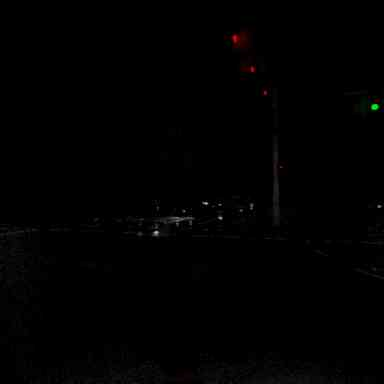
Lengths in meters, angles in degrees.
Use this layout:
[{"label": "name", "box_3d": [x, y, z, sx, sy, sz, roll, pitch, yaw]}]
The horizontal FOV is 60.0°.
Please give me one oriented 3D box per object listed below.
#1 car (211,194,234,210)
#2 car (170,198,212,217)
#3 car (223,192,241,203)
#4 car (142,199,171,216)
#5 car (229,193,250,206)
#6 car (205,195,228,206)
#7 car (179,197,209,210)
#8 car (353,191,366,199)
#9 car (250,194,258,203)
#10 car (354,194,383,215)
[{"label": "car", "box_3d": [3.138, 1.308, 38.653, 1.837, 1.490, 4.892, -1, 0, 20]}, {"label": "car", "box_3d": [0.021, 1.455, 30.401, 1.994, 1.385, 4.181, -1, 0, 21]}, {"label": "car", "box_3d": [7.315, 1.000, 60.239, 2.097, 1.767, 4.553, -1, 0, 20]}, {"label": "car", "box_3d": [-3.062, 1.421, 32.043, 1.882, 1.535, 5.008, -1, 0, 20]}, {"label": "car", "box_3d": [6.662, 1.228, 48.299, 1.812, 1.442, 4.674, -1, 0, 20]}, {"label": "car", "box_3d": [3.811, 1.239, 50.697, 2.128, 1.511, 4.902, -1, 0, 20]}, {"label": "car", "box_3d": [0.346, 1.394, 41.208, 2.033, 1.411, 5.357, -1, 0, 20]}, {"label": "car", "box_3d": [32.387, 0.518, 64.091, 2.097, 1.767, 4.553, -1, 0, 22]}, {"label": "car", "box_3d": [10.241, 1.092, 58.070, 2.128, 1.511, 4.902, -1, 0, 20]}, {"label": "car", "box_3d": [15.371, 1.158, 28.139, 2.033, 1.411, 5.357, -1, 0, 20]}]
